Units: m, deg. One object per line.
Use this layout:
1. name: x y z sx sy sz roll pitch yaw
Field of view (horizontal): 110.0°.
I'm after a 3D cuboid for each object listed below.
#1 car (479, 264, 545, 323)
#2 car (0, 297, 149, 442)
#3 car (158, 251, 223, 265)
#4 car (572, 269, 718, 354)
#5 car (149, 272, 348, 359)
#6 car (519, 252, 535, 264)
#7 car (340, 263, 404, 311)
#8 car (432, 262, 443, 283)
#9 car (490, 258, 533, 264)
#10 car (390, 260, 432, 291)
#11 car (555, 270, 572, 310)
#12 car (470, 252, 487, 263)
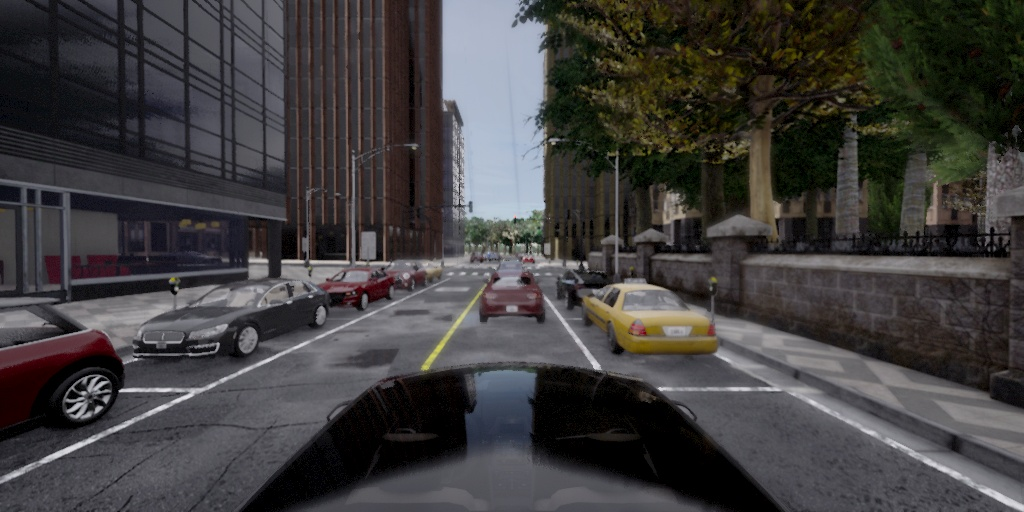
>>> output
1. car: 0.016 1.140 11.353 1.812 1.442 4.674 0 1 0
2. car: -5.761 1.176 2.635 1.967 1.591 4.097 0 0 0
3. car: -32.124 0.224 35.778 5.357 1.411 2.033 1 1 0
4. car: 2.743 1.185 8.296 1.751 1.417 4.829 0 0 0
5. car: -5.781 1.210 8.092 2.007 1.370 4.403 0 0 0
6. car: 2.563 0.432 56.460 1.967 1.591 4.097 0 0 0
7. car: -5.802 1.129 13.548 1.888 1.381 4.507 0 0 0
8. car: -5.842 0.957 24.291 1.751 1.417 4.829 0 0 0
9. car: -0.069 1.018 21.641 2.033 1.411 5.357 0 1 0
10. car: -5.822 0.947 19.005 1.967 1.591 4.097 0 0 0
11. car: 2.723 1.149 13.582 1.948 1.339 4.313 0 0 0
12. car: -5.983 0.233 61.865 2.192 1.841 5.009 0 0 0
